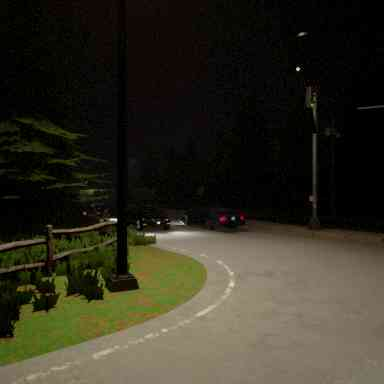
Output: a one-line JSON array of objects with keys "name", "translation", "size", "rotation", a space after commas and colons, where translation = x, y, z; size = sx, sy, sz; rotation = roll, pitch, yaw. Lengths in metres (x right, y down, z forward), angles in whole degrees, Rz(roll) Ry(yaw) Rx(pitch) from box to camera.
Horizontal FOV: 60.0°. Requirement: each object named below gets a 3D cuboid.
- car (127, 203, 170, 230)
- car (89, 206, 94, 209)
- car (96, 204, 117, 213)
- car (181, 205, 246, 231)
[{"name": "car", "translation": [-2.893, 1.478, 20.716], "size": [1.837, 1.490, 4.892], "rotation": [0, 0, -25]}, {"name": "car", "translation": [-11.219, 1.499, 39.095], "size": [1.812, 1.442, 4.674], "rotation": [0, 0, -24]}, {"name": "car", "translation": [-7.045, 1.537, 29.761], "size": [1.994, 1.385, 4.181], "rotation": [0, 0, -24]}, {"name": "car", "translation": [1.183, 1.521, 20.674], "size": [2.033, 1.411, 5.357], "rotation": [0, 0, -26]}]
